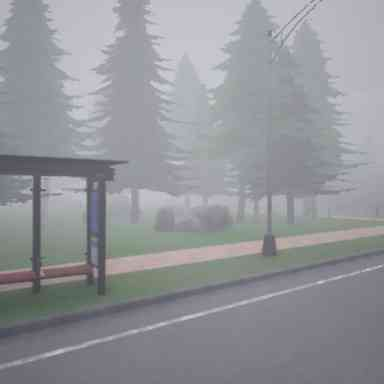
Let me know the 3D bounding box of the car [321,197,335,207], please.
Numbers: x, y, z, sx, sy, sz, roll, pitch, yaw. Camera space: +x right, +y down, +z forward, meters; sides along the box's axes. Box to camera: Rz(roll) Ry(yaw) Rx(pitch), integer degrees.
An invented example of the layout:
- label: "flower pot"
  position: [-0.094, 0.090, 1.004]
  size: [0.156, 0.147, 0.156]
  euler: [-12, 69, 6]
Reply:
- label: "car"
  position: [20.502, 1.216, 47.998]
  size: [3.866, 1.878, 1.905]
  euler: [0, 0, -37]

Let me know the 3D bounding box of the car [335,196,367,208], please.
- label: "car"
  position: [22.320, 1.214, 46.219]
  size: [4.605, 1.855, 1.932]
  euler: [0, 0, -37]

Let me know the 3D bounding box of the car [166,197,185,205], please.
- label: "car"
  position: [-2.622, 1.517, 57.639]
  size: [2.128, 1.511, 4.902]
  euler: [0, 0, -40]
